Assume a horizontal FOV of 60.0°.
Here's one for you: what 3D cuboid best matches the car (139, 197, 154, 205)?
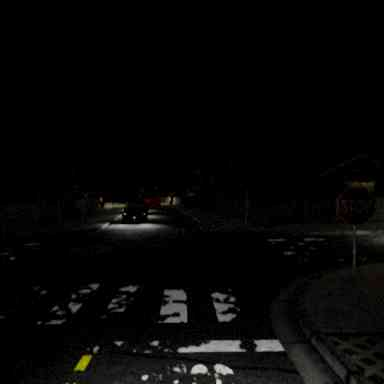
[{"bbox_3d":[-9.178,1.843,66.839,2.128,1.511,4.902,0,-1,-16],"label":"car"}]

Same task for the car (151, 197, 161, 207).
[{"bbox_3d":[-6.702,1.588,57.027,2.097,1.767,4.553,0,-1,-14],"label":"car"}]

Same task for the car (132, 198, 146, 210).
[{"bbox_3d":[-7.478,1.667,46.718,1.837,1.490,4.892,0,0,-11],"label":"car"}]

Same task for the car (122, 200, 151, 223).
[{"bbox_3d":[-4.441,1.594,26.430,1.812,1.442,4.674,0,0,-7],"label":"car"}]

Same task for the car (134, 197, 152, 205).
[{"bbox_3d":[-5.637,1.585,35.820,1.882,1.535,5.008,0,0,-9],"label":"car"}]
